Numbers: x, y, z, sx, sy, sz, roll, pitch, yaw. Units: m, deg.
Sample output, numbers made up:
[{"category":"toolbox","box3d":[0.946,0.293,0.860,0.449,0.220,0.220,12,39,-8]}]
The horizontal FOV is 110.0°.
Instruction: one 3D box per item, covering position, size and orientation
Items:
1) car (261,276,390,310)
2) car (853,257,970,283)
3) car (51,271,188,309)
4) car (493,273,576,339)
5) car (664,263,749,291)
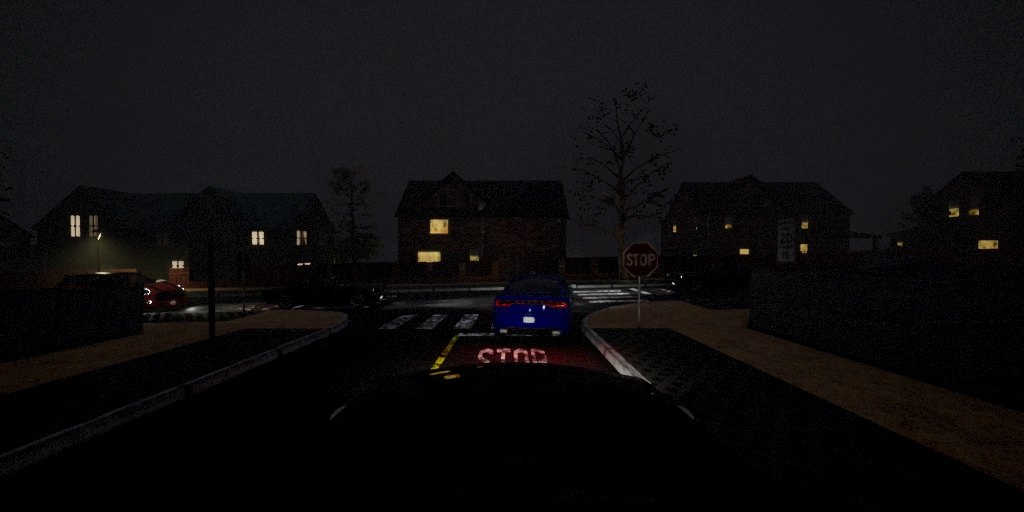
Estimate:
[{"category":"car","box3d":[-7.812,1.506,15.382,4.718,1.301,1.895,-1,1,0]},{"category":"car","box3d":[20.055,0.753,18.347,5.357,1.411,2.033,-1,1,0]},{"category":"car","box3d":[-16.800,1.472,15.374,4.553,1.767,2.097,-1,1,0]},{"category":"car","box3d":[0.786,1.226,10.175,1.882,1.535,5.008,0,0,10]},{"category":"car","box3d":[10.410,1.034,18.311,4.718,1.301,1.895,-1,1,-1]}]
